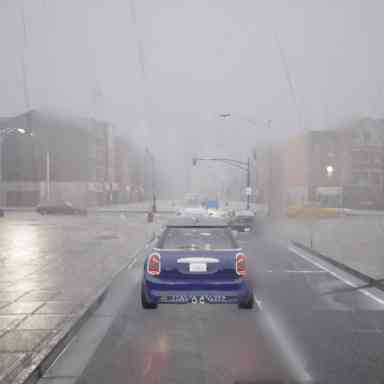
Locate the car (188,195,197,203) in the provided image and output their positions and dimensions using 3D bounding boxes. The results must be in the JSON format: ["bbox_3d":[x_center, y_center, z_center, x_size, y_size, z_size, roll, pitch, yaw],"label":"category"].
[{"bbox_3d":[0.095,1.706,85.859,2.150,2.045,5.566,0,-1,0],"label":"car"}]

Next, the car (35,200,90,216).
[{"bbox_3d":[-11.685,1.459,30.157,4.674,1.442,1.812,1,1,2],"label":"car"}]

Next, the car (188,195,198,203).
[{"bbox_3d":[0.177,1.808,69.473,2.128,1.511,4.902,0,-1,0],"label":"car"}]

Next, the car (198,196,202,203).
[{"bbox_3d":[2.678,1.518,55.630,2.192,1.841,5.009,-1,0,0],"label":"car"}]

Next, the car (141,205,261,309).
[{"bbox_3d":[0.107,1.356,8.018,2.097,1.767,4.553,0,0,0],"label":"car"}]

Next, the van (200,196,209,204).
[{"bbox_3d":[2.694,1.676,71.500,1.690,1.788,3.998,-1,-1,0],"label":"van"}]

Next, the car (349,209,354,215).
[{"bbox_3d":[13.283,1.827,33.051,4.718,1.301,1.895,1,1,1],"label":"car"}]

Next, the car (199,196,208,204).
[{"bbox_3d":[2.702,1.826,76.789,1.967,1.590,4.097,-1,-1,0],"label":"car"}]

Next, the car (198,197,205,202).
[{"bbox_3d":[2.721,2.141,92.658,1.802,1.307,4.206,-2,-1,0],"label":"car"}]

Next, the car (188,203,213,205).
[{"bbox_3d":[0.148,1.546,17.837,1.812,1.442,4.674,0,0,1],"label":"car"}]

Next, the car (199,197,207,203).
[{"bbox_3d":[2.710,1.985,82.078,1.887,1.381,4.507,-1,-1,0],"label":"car"}]

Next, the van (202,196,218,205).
[{"bbox_3d":[2.668,1.476,45.048,1.690,1.788,3.998,-1,0,0],"label":"van"}]

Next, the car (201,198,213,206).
[{"bbox_3d":[2.688,1.795,60.917,2.008,1.369,4.403,-1,-1,0],"label":"car"}]

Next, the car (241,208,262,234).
[{"bbox_3d":[2.645,1.572,18.089,2.008,1.369,4.403,-1,0,0],"label":"car"}]

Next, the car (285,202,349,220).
[{"bbox_3d":[11.021,1.713,30.089,5.008,1.535,1.882,1,1,0],"label":"car"}]
